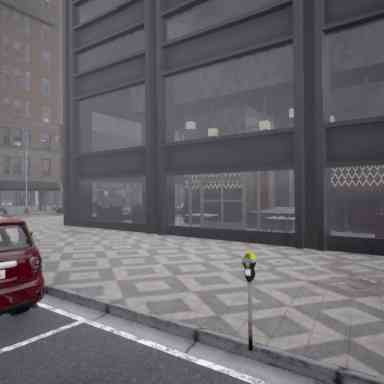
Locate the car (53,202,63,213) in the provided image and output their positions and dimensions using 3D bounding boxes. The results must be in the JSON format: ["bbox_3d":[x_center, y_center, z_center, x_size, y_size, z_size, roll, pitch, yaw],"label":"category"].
[{"bbox_3d":[-13.136,1.461,38.453,2.150,2.045,5.566,-1,-1,36],"label":"car"}]

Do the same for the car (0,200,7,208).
[{"bbox_3d":[-19.250,1.503,29.964,2.097,1.767,4.553,-1,-1,36],"label":"car"}]

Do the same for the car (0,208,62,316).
[{"bbox_3d":[-4.828,1.317,6.295,5.009,1.841,2.192,0,-1,35],"label":"car"}]
